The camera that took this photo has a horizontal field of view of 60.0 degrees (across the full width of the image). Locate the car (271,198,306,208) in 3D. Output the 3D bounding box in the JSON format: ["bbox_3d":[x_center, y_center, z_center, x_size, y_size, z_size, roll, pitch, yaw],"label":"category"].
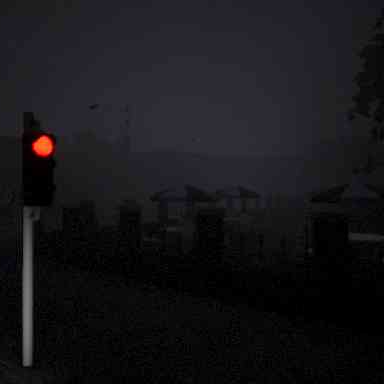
[{"bbox_3d":[13.545,1.509,47.888,5.357,1.411,2.033,0,0,-1],"label":"car"}]
